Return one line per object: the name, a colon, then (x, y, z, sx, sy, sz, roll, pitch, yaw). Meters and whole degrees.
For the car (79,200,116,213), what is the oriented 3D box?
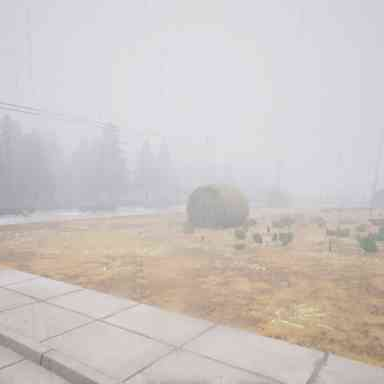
car: (-10.674, 1.591, 37.750, 1.994, 1.385, 4.181, 0, 0, 36)

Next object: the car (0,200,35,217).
car: (-16.622, 1.518, 29.726, 2.128, 1.511, 4.902, 0, 0, 37)

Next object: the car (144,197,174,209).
car: (-4.516, 1.532, 46.030, 1.837, 1.490, 4.892, 0, 0, 36)
